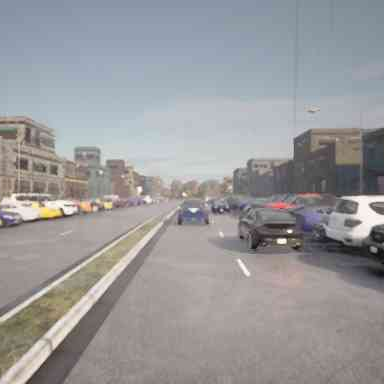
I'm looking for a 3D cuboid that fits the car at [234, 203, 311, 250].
[{"bbox_3d":[3.100,1.437,13.896,1.837,1.490,4.892,0,0,0],"label":"car"}]

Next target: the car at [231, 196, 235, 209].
[{"bbox_3d":[7.672,1.616,41.945,4.792,1.488,2.163,0,-1,0],"label":"car"}]

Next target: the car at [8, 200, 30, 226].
[{"bbox_3d":[-12.818,1.426,20.247,4.674,1.452,2.002,0,0,0],"label":"car"}]

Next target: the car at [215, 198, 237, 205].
[{"bbox_3d":[7.668,2.139,75.032,4.792,1.488,2.163,0,-1,0],"label":"car"}]

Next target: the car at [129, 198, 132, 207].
[{"bbox_3d":[-12.743,1.755,53.458,4.892,1.521,2.231,0,-1,0],"label":"car"}]

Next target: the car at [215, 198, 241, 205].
[{"bbox_3d":[7.830,2.056,72.276,5.366,1.575,1.946,0,-1,0],"label":"car"}]

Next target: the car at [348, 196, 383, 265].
[{"bbox_3d":[7.612,1.185,8.877,5.566,2.045,2.435,0,0,0],"label":"car"}]

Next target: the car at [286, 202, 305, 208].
[{"bbox_3d":[7.670,1.431,17.148,4.792,1.488,2.163,0,0,0],"label":"car"}]

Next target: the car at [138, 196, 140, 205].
[{"bbox_3d":[-12.739,1.889,61.919,4.892,1.521,2.231,0,-1,0],"label":"car"}]

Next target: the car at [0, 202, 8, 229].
[{"bbox_3d":[-13.007,1.387,17.476,5.366,1.575,1.946,0,0,0],"label":"car"}]

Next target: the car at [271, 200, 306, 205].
[{"bbox_3d":[7.635,1.395,19.900,5.008,1.535,2.097,0,0,0],"label":"car"}]

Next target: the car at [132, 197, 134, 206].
[{"bbox_3d":[-12.773,1.826,56.236,4.792,1.488,2.163,0,-1,0],"label":"car"}]

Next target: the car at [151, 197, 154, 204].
[{"bbox_3d":[-12.722,1.979,81.373,5.566,2.045,2.435,0,-1,0],"label":"car"}]

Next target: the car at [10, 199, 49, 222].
[{"bbox_3d":[-12.808,1.429,22.904,4.674,1.452,2.002,0,0,0],"label":"car"}]

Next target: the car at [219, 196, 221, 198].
[{"bbox_3d":[7.673,1.855,58.486,4.792,1.488,2.163,0,-1,0],"label":"car"}]

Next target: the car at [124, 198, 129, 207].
[{"bbox_3d":[-12.761,1.711,50.679,5.008,1.535,2.097,0,-1,0],"label":"car"}]

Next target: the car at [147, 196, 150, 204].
[{"bbox_3d":[-12.703,2.166,75.685,4.674,1.452,2.002,0,-1,0],"label":"car"}]

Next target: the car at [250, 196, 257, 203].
[{"bbox_3d":[7.613,1.157,25.411,5.566,2.045,2.435,0,0,0],"label":"car"}]

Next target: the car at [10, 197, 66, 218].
[{"bbox_3d":[-12.991,1.397,25.679,5.366,1.575,1.946,0,0,0],"label":"car"}]

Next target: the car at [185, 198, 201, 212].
[{"bbox_3d":[0.103,1.573,41.194,1.882,1.535,5.008,0,-1,0],"label":"car"}]

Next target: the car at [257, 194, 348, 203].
[{"bbox_3d":[7.613,1.149,22.658,5.566,2.045,2.435,0,0,0],"label":"car"}]

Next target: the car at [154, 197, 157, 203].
[{"bbox_3d":[-12.648,2.421,89.704,4.792,1.488,2.163,0,-1,0],"label":"car"}]

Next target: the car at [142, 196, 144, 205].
[{"bbox_3d":[-12.751,2.009,67.351,4.792,1.488,2.163,0,-1,0],"label":"car"}]

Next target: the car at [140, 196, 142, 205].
[{"bbox_3d":[-12.725,1.973,64.572,4.674,1.452,2.002,0,-1,0],"label":"car"}]

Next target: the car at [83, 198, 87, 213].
[{"bbox_3d":[-12.792,1.483,31.231,4.674,1.452,2.002,0,-1,0],"label":"car"}]

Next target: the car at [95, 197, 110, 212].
[{"bbox_3d":[-12.783,1.553,39.689,4.892,1.521,2.231,0,-1,0],"label":"car"}]

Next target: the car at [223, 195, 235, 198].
[{"bbox_3d":[7.672,1.411,47.463,5.566,2.045,2.435,0,-1,0],"label":"car"}]

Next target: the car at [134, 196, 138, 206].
[{"bbox_3d":[-12.733,1.843,59.140,5.008,1.535,2.097,0,-1,0],"label":"car"}]

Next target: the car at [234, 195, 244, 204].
[{"bbox_3d":[7.674,1.423,39.190,4.553,1.767,2.185,0,-1,0],"label":"car"}]

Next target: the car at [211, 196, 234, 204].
[{"bbox_3d":[7.595,2.016,83.306,5.566,2.045,2.435,0,-1,0],"label":"car"}]

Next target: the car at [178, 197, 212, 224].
[{"bbox_3d":[0.101,1.275,24.009,2.097,1.767,4.553,0,0,0],"label":"car"}]

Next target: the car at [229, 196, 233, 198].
[{"bbox_3d":[7.640,1.663,44.702,4.674,1.452,2.002,0,-1,0],"label":"car"}]

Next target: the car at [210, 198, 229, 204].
[{"bbox_3d":[7.603,2.438,91.571,5.008,1.535,2.097,0,-1,0],"label":"car"}]

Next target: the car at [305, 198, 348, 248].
[{"bbox_3d":[7.672,1.283,14.390,4.553,1.767,2.185,0,0,0],"label":"car"}]

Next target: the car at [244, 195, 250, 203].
[{"bbox_3d":[7.613,1.175,28.169,5.566,2.045,2.435,0,0,0],"label":"car"}]

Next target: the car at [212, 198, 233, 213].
[{"bbox_3d":[3.102,1.639,36.901,1.895,1.301,4.718,0,-1,0],"label":"car"}]

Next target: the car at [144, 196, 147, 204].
[{"bbox_3d":[-12.723,2.029,70.131,4.892,1.521,2.231,0,-1,0],"label":"car"}]

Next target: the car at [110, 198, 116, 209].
[{"bbox_3d":[-12.957,1.588,42.469,5.366,1.575,1.946,0,-1,0],"label":"car"}]

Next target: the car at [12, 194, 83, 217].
[{"bbox_3d":[-12.771,1.166,28.459,5.566,2.045,2.435,0,0,0],"label":"car"}]

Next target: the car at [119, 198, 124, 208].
[{"bbox_3d":[-12.731,1.700,47.900,4.792,1.488,2.163,0,-1,0],"label":"car"}]

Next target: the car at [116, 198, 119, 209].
[{"bbox_3d":[-12.739,1.504,45.131,4.553,1.767,2.185,0,-1,0],"label":"car"}]

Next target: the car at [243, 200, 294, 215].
[{"bbox_3d":[7.639,1.519,33.676,4.674,1.452,2.002,0,-1,0],"label":"car"}]

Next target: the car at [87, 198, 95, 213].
[{"bbox_3d":[-12.757,1.349,34.010,4.553,1.767,2.185,0,-1,0],"label":"car"}]

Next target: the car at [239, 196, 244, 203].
[{"bbox_3d":[7.456,1.445,30.919,5.366,1.575,1.946,0,-1,0],"label":"car"}]
